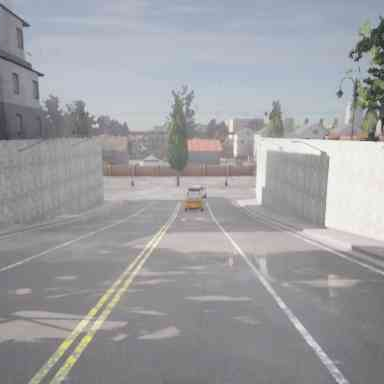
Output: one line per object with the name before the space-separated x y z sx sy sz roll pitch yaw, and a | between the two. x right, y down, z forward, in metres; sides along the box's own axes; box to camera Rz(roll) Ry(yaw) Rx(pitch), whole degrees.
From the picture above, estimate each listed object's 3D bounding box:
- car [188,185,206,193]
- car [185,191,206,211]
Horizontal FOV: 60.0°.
car | 0.619 0.079 46.461 2.150 2.045 5.566 1 7 9
car | 0.213 1.120 36.164 1.882 1.535 5.008 0 3 0
